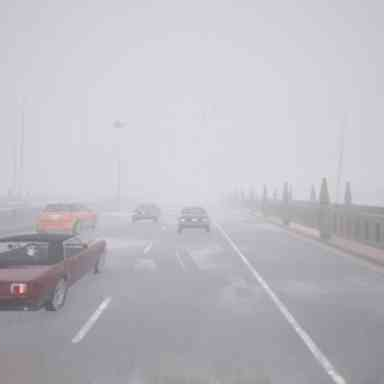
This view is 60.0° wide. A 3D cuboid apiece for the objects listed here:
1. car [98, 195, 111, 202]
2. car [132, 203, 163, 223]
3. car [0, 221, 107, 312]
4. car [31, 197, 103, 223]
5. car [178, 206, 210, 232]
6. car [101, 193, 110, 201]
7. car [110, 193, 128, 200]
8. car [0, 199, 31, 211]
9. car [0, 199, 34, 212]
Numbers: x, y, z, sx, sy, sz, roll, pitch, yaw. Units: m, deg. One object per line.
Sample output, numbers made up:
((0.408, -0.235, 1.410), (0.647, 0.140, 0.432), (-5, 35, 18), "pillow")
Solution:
((-20.895, 1.550, 79.439), (1.994, 1.385, 4.181), (0, 0, 1), "car")
((-3.396, 1.549, 25.801), (2.033, 1.411, 5.357), (0, 0, 0), "car")
((-3.398, 1.601, 7.652), (1.895, 1.301, 4.718), (0, 0, 0), "car")
((-6.897, 1.353, 18.895), (2.097, 1.767, 4.553), (0, 0, 0), "car")
((0.103, 1.548, 20.210), (2.033, 1.411, 5.357), (0, 0, 0), "car")
((-17.486, 1.228, 68.869), (2.150, 2.045, 5.566), (0, 0, 0), "car")
((-13.992, 1.224, 65.764), (2.150, 2.045, 5.566), (0, 0, 0), "car")
((-14.092, 1.527, 25.839), (1.812, 1.442, 4.674), (0, 0, 0), "car")
((-21.079, 1.550, 39.472), (2.033, 1.411, 5.357), (0, 0, 0), "car")
